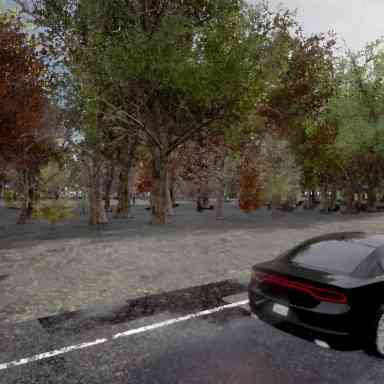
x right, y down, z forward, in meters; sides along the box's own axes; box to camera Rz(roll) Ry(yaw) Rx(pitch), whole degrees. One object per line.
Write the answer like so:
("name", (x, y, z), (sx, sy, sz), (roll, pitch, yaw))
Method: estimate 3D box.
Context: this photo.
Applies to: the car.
("car", (3.241, 1.480, 6.076), (5.008, 1.535, 1.882), (0, 0, -36))
